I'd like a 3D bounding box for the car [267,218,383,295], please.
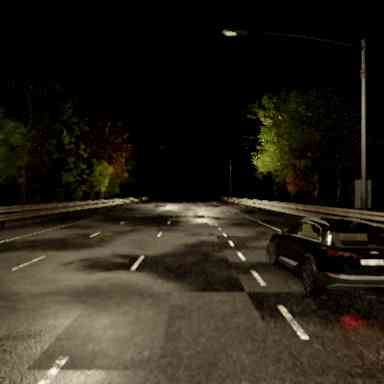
[{"bbox_3d":[3.481,1.467,8.815,2.033,1.649,4.856,1,0,-2],"label":"car"}]
